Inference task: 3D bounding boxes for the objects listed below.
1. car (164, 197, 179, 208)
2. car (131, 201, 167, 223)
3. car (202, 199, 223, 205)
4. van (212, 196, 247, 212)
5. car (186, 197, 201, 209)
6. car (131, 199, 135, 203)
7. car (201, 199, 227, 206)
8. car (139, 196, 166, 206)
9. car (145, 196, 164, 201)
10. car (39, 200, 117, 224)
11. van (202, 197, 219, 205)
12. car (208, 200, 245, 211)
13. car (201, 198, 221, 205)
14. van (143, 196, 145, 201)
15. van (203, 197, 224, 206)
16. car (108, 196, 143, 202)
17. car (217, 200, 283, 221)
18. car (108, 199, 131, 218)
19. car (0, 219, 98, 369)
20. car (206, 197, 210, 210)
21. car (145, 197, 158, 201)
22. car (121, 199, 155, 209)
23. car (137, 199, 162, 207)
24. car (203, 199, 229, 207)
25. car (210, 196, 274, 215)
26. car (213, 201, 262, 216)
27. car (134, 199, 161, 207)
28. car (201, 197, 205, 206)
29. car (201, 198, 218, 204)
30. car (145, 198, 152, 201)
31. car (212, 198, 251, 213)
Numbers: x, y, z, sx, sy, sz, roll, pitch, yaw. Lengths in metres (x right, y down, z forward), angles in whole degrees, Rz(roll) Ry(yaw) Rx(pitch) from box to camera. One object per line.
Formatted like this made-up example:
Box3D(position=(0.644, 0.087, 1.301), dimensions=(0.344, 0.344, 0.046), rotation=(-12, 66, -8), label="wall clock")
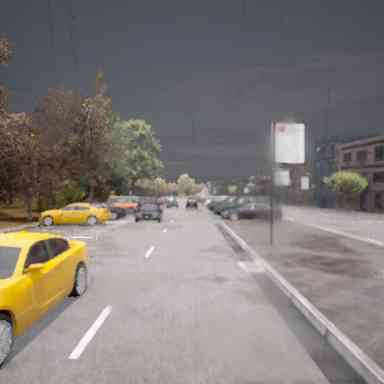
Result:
Box3D(position=(-3.279, 2.065, 57.556), dimensions=(1.994, 1.385, 4.181), rotation=(0, -1, 0), label="car")
Box3D(position=(-3.345, 1.686, 26.632), dimensions=(1.994, 1.385, 4.181), rotation=(0, 0, 0), label="car")
Box3D(position=(4.701, 2.322, 77.138), dimensions=(4.792, 1.488, 2.163), rotation=(0, -1, 0), label="car")
Box3D(position=(4.853, 1.562, 43.508), dimensions=(4.442, 1.987, 1.878), rotation=(0, -1, 0), label="van")
Box3D(position=(-0.023, 1.911, 52.648), dimensions=(1.882, 1.535, 5.008), rotation=(0, -1, 0), label="car")
Box3D(position=(-8.335, 1.692, 32.282), dimensions=(4.674, 1.452, 2.002), rotation=(0, -1, 0), label="car")
Box3D(position=(4.503, 2.148, 68.729), dimensions=(5.366, 1.575, 1.946), rotation=(0, -1, 0), label="car")
Box3D(position=(-8.368, 1.941, 71.145), dimensions=(5.566, 2.045, 2.435), rotation=(0, -1, 0), label="car")
Box3D(position=(-8.345, 1.766, 60.129), dimensions=(5.566, 2.045, 2.435), rotation=(0, -1, 0), label="car")
Box3D(position=(-8.327, 1.582, 23.927), dimensions=(5.008, 1.535, 2.097), rotation=(0, 0, 0), label="car")
Box3D(position=(4.771, 2.208, 85.551), dimensions=(4.442, 1.987, 1.878), rotation=(0, -1, 0), label="van")
Box3D(position=(4.739, 1.827, 46.309), dimensions=(4.892, 1.521, 2.231), rotation=(0, -1, 0), label="car")
Box3D(position=(4.666, 2.386, 82.744), dimensions=(5.008, 1.535, 2.097), rotation=(0, -1, 0), label="car")
Box3D(position=(-8.455, 1.524, 40.633), dimensions=(4.442, 1.987, 1.878), rotation=(0, -1, 0), label="van")
Box3D(position=(4.794, 2.019, 74.339), dimensions=(4.442, 1.987, 1.878), rotation=(0, -1, 0), label="van")
Box3D(position=(-8.305, 1.589, 37.852), dimensions=(4.553, 1.767, 2.185), rotation=(0, -1, 0), label="car")
Box3D(position=(4.754, 1.603, 26.691), dimensions=(4.892, 1.521, 2.231), rotation=(0, 0, 0), label="car")
Box3D(position=(-8.338, 1.625, 29.495), dimensions=(5.008, 1.535, 2.097), rotation=(0, 0, 0), label="car")
Box3D(position=(-3.349, 1.502, 5.812), dimensions=(1.882, 1.535, 5.008), rotation=(0, 0, 0), label="car")
Box3D(position=(4.715, 1.464, 37.904), dimensions=(5.566, 2.045, 2.435), rotation=(0, -1, 0), label="car")
Box3D(position=(-8.166, 1.861, 48.987), dimensions=(5.366, 1.575, 1.946), rotation=(0, -1, 0), label="car")
Box3D(position=(-8.351, 1.902, 51.773), dimensions=(5.008, 1.535, 2.097), rotation=(0, -1, 0), label="car")
Box3D(position=(-8.382, 2.141, 65.571), dimensions=(4.674, 1.452, 2.002), rotation=(0, -1, 0), label="car")
Box3D(position=(4.700, 2.104, 65.930), dimensions=(5.008, 1.535, 2.097), rotation=(0, -1, 0), label="car")
Box3D(position=(4.719, 1.374, 29.494), dimensions=(5.566, 2.045, 2.435), rotation=(0, -1, 0), label="car")
Box3D(position=(4.739, 1.682, 35.096), dimensions=(4.892, 1.521, 2.231), rotation=(0, -1, 0), label="car")
Box3D(position=(-8.374, 2.060, 62.911), dimensions=(5.008, 1.535, 2.097), rotation=(0, -1, 0), label="car")
Box3D(position=(4.689, 1.689, 54.722), dimensions=(5.566, 2.045, 2.435), rotation=(0, -1, 0), label="car")
Box3D(position=(4.618, 2.355, 88.352), dimensions=(4.553, 1.767, 2.185), rotation=(0, -1, 0), label="car")
Box3D(position=(-8.344, 1.866, 46.201), dimensions=(4.674, 1.452, 2.002), rotation=(0, -1, 0), label="car")
Box3D(position=(4.772, 1.624, 40.703), dimensions=(4.553, 1.767, 2.185), rotation=(0, -1, 0), label="car")
